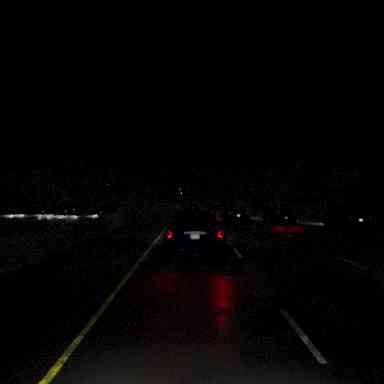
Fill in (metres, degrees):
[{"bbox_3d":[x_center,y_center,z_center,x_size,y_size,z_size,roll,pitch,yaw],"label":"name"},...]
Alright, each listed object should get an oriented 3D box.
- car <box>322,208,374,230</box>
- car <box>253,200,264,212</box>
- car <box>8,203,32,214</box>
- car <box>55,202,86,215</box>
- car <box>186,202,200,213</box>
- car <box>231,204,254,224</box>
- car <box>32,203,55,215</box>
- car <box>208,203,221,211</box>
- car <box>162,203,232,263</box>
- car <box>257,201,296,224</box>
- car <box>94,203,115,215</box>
[{"bbox_3d":[10.597,1.760,22.870,1.994,1.385,4.181,0,-1,0],"label":"car"},{"bbox_3d":[10.595,2.075,51.048,2.097,1.767,4.553,0,-1,0],"label":"car"},{"bbox_3d":[-21.081,2.073,41.558,1.994,1.385,4.181,0,-1,0],"label":"car"},{"bbox_3d":[-14.081,1.977,39.587,1.837,1.490,4.892,0,-2,0],"label":"car"},{"bbox_3d":[0.094,2.222,48.330,1.994,1.385,4.181,0,-1,0],"label":"car"},{"bbox_3d":[3.597,1.827,27.665,1.994,1.385,4.181,0,-1,0],"label":"car"},{"bbox_3d":[-17.584,2.064,41.917,2.033,1.411,5.357,0,-1,0],"label":"car"},{"bbox_3d":[3.594,2.395,53.899,1.895,1.301,4.718,0,-1,0],"label":"car"},{"bbox_3d":[0.098,1.432,12.451,2.097,1.767,4.553,0,-1,0],"label":"car"},{"bbox_3d":[7.097,1.751,27.403,2.128,1.511,4.902,0,-1,0],"label":"car"},{"bbox_3d":[-10.589,2.056,41.497,2.033,1.411,5.357,0,-1,0],"label":"car"}]
